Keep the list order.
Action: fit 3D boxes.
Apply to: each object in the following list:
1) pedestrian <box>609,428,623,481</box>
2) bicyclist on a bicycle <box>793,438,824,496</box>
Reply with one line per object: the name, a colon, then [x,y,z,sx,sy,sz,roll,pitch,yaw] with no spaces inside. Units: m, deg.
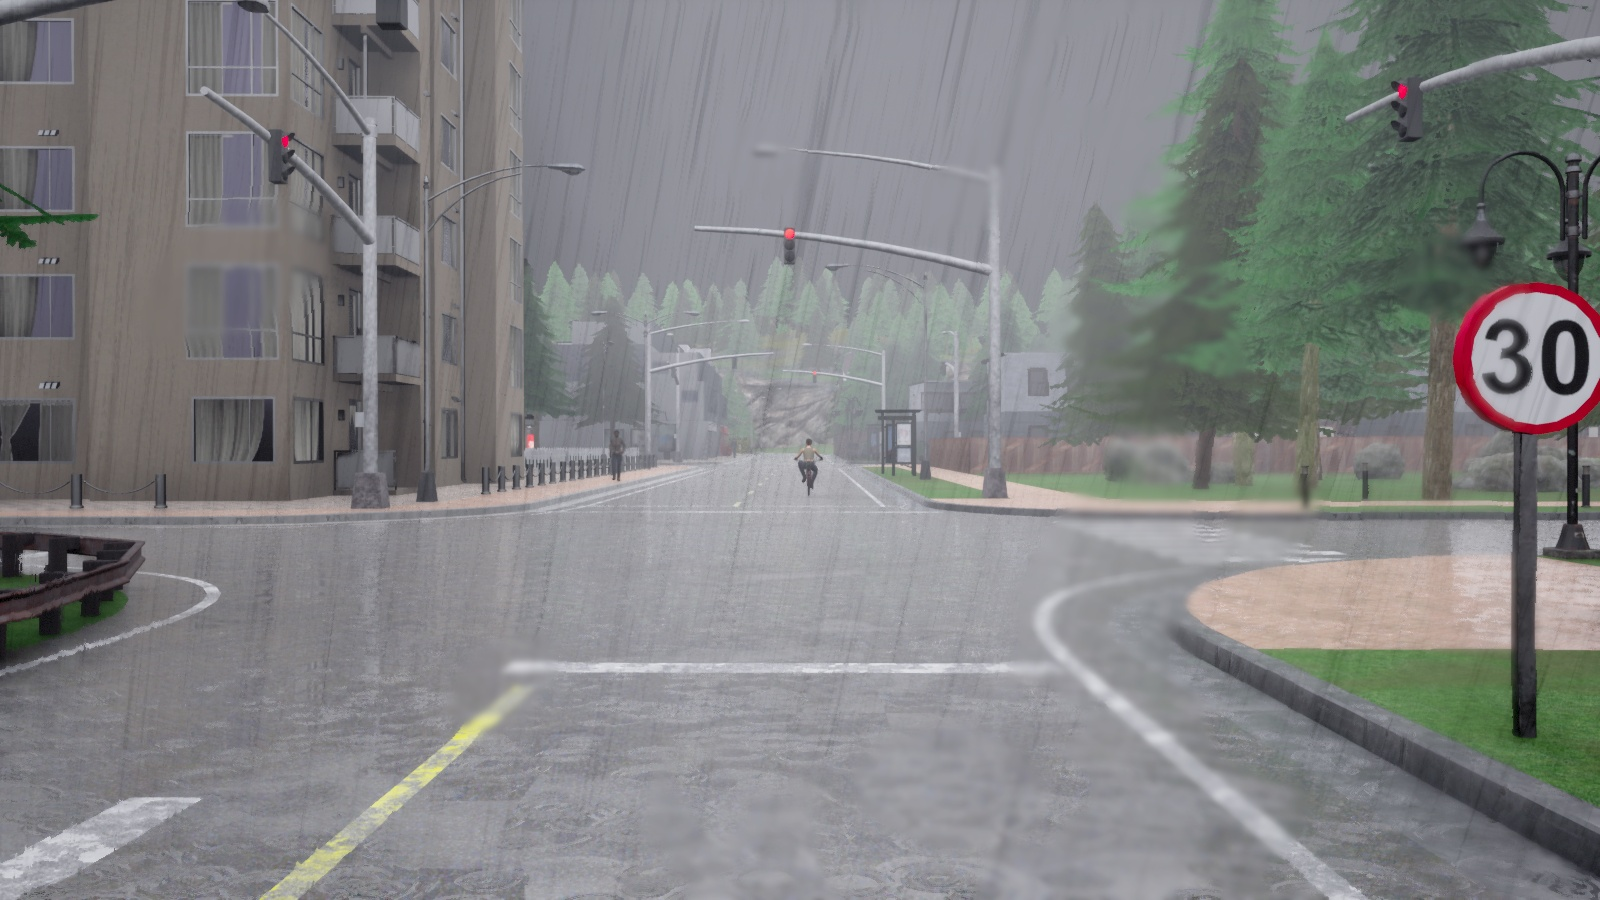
pedestrian: [-6.367,0.157,43.460,0.328,1.805,0.869,0,0,0]
bicyclist on a bicycle: [0.252,0.479,36.177,0.866,1.612,1.509,0,0,1]
